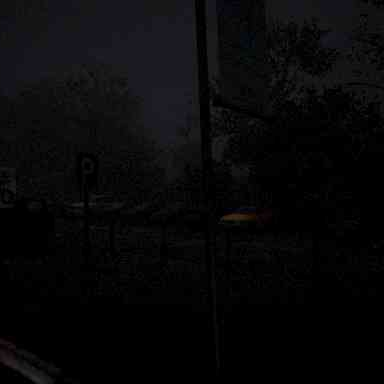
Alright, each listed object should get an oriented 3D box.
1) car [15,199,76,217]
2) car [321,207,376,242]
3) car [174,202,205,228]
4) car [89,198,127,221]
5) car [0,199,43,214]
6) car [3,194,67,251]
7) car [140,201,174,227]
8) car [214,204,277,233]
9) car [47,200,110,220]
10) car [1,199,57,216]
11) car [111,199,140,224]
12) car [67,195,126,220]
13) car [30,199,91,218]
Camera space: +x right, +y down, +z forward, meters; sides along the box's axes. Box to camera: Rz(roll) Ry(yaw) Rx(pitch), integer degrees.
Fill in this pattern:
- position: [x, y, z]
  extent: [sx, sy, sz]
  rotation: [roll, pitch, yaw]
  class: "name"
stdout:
- position: [-14.449, 1.497, 33.147]
  extent: [1.946, 1.575, 5.366]
  rotation: [0, 0, 35]
  class: "car"
- position: [8.065, 1.518, 16.907]
  extent: [2.163, 1.488, 4.792]
  rotation: [0, 0, 35]
  class: "car"
- position: [1.308, 1.523, 21.774]
  extent: [2.163, 1.488, 4.792]
  rotation: [0, 0, 35]
  class: "car"
- position: [-5.497, 1.499, 26.574]
  extent: [2.097, 1.535, 5.008]
  rotation: [0, 0, 35]
  class: "car"
- position: [-19.070, 1.514, 36.235]
  extent: [2.163, 1.488, 4.792]
  rotation: [0, 0, 35]
  class: "car"
- position: [-7.849, 1.243, 12.163]
  extent: [2.435, 2.045, 5.566]
  rotation: [0, 0, 35]
  class: "car"
- position: [-0.968, 1.497, 23.362]
  extent: [2.231, 1.521, 4.892]
  rotation: [0, 0, 35]
  class: "car"
- position: [3.447, 1.489, 19.993]
  extent: [1.946, 1.575, 5.366]
  rotation: [0, 0, 35]
  class: "car"
- position: [-10.029, 1.504, 29.777]
  extent: [2.231, 1.521, 4.892]
  rotation: [0, 0, 35]
  class: "car"
- position: [-16.834, 1.526, 34.577]
  extent: [2.163, 1.488, 4.792]
  rotation: [0, 0, 35]
  class: "car"
- position: [-3.233, 1.497, 24.967]
  extent: [2.097, 1.535, 5.008]
  rotation: [0, 0, 35]
  class: "car"
- position: [-7.780, 1.250, 28.152]
  extent: [2.435, 2.045, 5.566]
  rotation: [0, 0, 35]
  class: "car"
- position: [-12.294, 1.503, 31.385]
  extent: [2.097, 1.535, 5.008]
  rotation: [0, 0, 35]
  class: "car"
